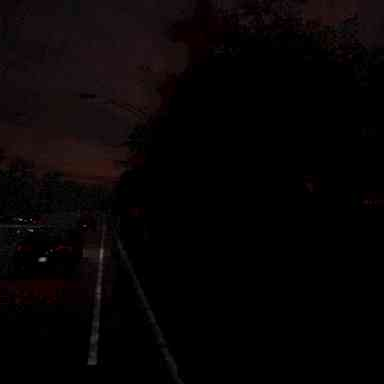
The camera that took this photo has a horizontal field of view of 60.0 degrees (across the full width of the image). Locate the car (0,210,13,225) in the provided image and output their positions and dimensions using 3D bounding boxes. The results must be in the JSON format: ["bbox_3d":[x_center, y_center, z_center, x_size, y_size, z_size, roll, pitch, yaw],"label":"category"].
[{"bbox_3d":[-23.311,2.962,40.221,2.097,1.767,4.553,3,-3,-14],"label":"car"}]

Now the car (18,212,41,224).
[{"bbox_3d":[-19.914,3.298,41.016,1.837,1.490,4.892,3,-4,-14],"label":"car"}]

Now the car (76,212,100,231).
[{"bbox_3d":[-11.107,3.238,34.993,2.128,1.511,4.902,3,-4,-14],"label":"car"}]

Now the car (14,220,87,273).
[{"bbox_3d":[-5.322,2.088,12.857,1.882,1.535,5.008,3,-4,-14],"label":"car"}]
